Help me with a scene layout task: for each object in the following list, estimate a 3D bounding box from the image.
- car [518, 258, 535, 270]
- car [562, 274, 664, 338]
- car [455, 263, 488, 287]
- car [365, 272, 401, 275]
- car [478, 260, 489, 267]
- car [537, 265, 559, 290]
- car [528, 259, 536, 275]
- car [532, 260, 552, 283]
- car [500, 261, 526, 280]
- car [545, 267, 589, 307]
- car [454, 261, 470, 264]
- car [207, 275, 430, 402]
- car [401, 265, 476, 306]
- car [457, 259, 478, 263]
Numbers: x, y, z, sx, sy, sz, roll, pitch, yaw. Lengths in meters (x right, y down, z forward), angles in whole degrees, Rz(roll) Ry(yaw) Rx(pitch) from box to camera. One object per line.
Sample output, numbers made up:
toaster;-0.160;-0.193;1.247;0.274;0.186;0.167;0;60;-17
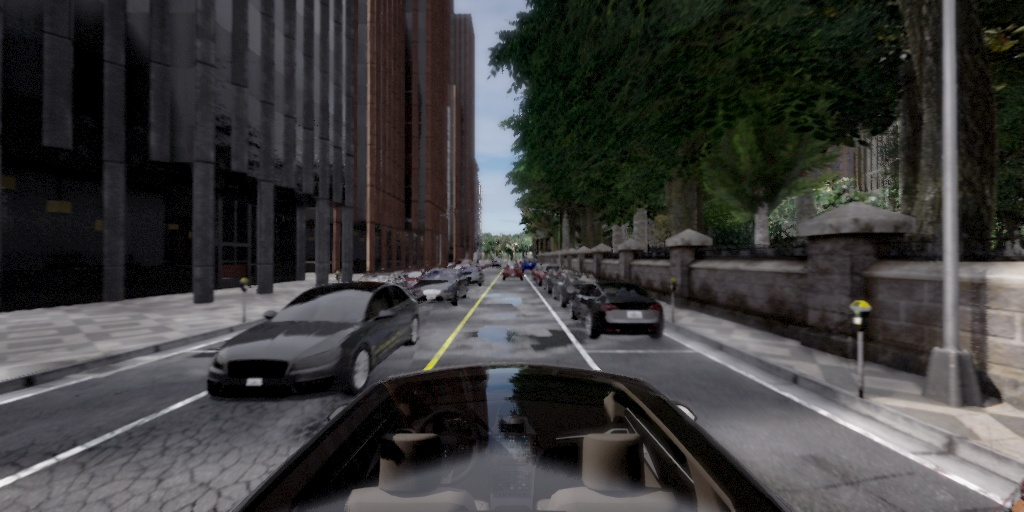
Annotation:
car;2.378;1.254;49.926;2.150;2.045;5.566;0;0;0
car;2.760;1.364;10.147;1.948;1.339;4.313;0;0;0
car;-3.078;1.453;26.242;1.994;1.385;4.181;0;0;1
car;-5.767;1.379;15.593;2.007;1.370;4.403;0;0;0
car;-5.783;1.557;64.706;1.967;1.591;4.097;0;0;0
car;2.756;1.410;21.060;2.007;1.370;4.403;0;0;0
car;2.753;1.362;31.973;1.967;1.591;4.097;0;0;0
car;2.754;1.331;26.517;1.967;1.591;4.097;0;0;0
car;0.077;1.455;33.237;1.812;1.442;4.674;0;0;0
car;2.758;1.379;15.604;2.007;1.370;4.403;0;0;0
car;-5.774;1.535;37.422;1.802;1.307;4.207;0;0;0
car;-3.101;1.284;6.755;1.837;1.490;4.892;0;0;0
car;-3.098;1.324;16.252;2.128;1.511;4.902;0;0;0
car;-5.776;1.299;42.878;2.192;1.841;5.009;0;0;0
